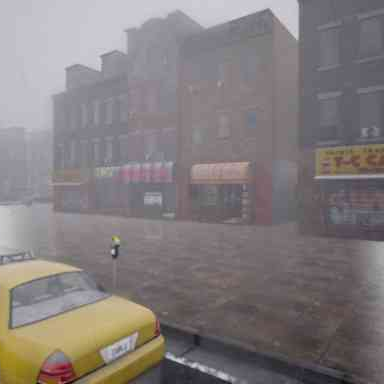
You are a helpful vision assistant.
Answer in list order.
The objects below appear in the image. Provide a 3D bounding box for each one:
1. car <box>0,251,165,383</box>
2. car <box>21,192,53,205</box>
[{"bbox_3d":[-2.598,1.523,4.667,4.829,1.417,1.752,0,0,36],"label":"car"},{"bbox_3d":[-19.834,0.835,43.738,1.837,1.490,4.892,0,2,36],"label":"car"}]
